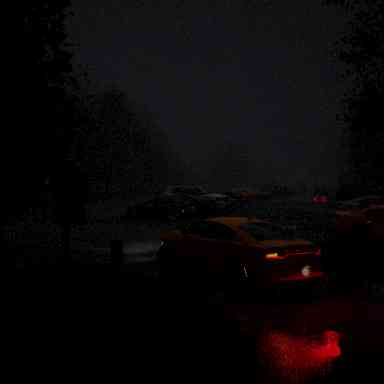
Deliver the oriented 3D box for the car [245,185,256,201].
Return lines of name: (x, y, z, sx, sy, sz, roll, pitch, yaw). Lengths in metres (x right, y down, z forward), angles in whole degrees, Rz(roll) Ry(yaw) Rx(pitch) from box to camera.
car: (3.508, 0.407, 34.837, 5.366, 1.575, 1.946, 1, 3, 24)

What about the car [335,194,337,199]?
car: (11.004, 1.111, 19.282, 4.792, 1.488, 2.163, 1, 3, 24)

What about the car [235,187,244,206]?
car: (1.563, 0.644, 29.629, 5.366, 1.575, 1.946, 1, 3, 24)

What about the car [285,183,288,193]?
car: (12.778, -0.374, 54.993, 4.792, 1.488, 2.163, 1, 2, 24)

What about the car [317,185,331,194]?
car: (22.545, -0.463, 56.775, 1.882, 1.535, 5.008, 1, 2, 24)

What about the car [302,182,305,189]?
car: (23.074, -1.226, 77.743, 5.008, 1.535, 2.097, 1, 2, 24)

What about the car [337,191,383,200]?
car: (9.971, 1.067, 16.841, 4.553, 1.767, 2.185, 1, 3, 24)

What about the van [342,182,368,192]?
van: (31.688, -0.970, 64.733, 4.442, 1.987, 1.878, 1, 2, 24)

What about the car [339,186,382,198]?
car: (22.422, -0.012, 44.485, 5.008, 1.535, 2.097, 1, 2, 24)

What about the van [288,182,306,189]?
van: (28.673, -1.836, 90.413, 4.442, 1.987, 1.878, 1, 1, 24)

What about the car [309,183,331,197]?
car: (18.311, -0.110, 47.396, 2.128, 1.511, 4.902, 1, 2, 24)

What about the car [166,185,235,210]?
car: (0.277, 0.509, 27.154, 5.566, 2.045, 2.435, 1, 3, 24)

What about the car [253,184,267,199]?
car: (5.840, 0.174, 40.003, 5.366, 1.575, 1.946, 1, 3, 24)

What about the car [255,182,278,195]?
car: (9.410, -0.251, 47.378, 4.553, 1.767, 2.185, 1, 2, 24)

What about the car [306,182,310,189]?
car: (26.529, -1.751, 85.307, 5.566, 2.045, 2.435, 1, 2, 24)

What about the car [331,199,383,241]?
car: (8.799, 1.307, 14.338, 5.008, 1.535, 2.097, 1, 3, 24)

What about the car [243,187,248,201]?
car: (2.541, 0.530, 32.231, 4.892, 1.521, 2.231, 1, 3, 24)

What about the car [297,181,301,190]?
car: (19.485, -0.957, 70.230, 5.366, 1.575, 1.946, 1, 2, 24)

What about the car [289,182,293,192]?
car: (15.061, -0.557, 60.051, 4.792, 1.488, 2.163, 1, 2, 24)

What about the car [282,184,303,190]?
car: (24.222, -1.277, 80.270, 4.674, 1.452, 2.002, 1, 2, 24)

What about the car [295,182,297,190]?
car: (17.377, -0.767, 65.093, 4.892, 1.521, 2.231, 1, 2, 24)

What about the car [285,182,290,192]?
car: (13.920, -0.465, 57.522, 4.792, 1.488, 2.163, 1, 2, 24)

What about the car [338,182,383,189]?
car: (15.612, 0.370, 29.335, 5.566, 2.045, 2.435, 1, 3, 24)

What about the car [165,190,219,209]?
car: (-0.884, 0.876, 24.647, 5.008, 1.535, 2.097, 1, 3, 24)

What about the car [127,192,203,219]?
car: (-2.057, 1.020, 22.134, 4.792, 1.488, 2.163, 1, 3, 24)

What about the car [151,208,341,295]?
car: (0.915, 1.374, 8.545, 1.882, 1.535, 5.008, 2, -1, -31)

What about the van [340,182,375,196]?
van: (24.589, -0.422, 49.574, 4.442, 1.987, 1.878, 1, 2, 24)

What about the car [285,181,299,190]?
car: (18.507, -0.859, 67.627, 4.892, 1.521, 2.231, 1, 2, 24)

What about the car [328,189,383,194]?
car: (13.140, 0.845, 24.390, 5.366, 1.575, 1.946, 1, 3, 24)

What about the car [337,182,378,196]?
car: (25.809, -0.537, 52.059, 5.566, 2.045, 2.435, 1, 2, 24)

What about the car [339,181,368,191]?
car: (34.973, -1.271, 72.362, 5.566, 2.045, 2.435, 1, 2, 24)

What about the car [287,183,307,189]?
car: (27.660, -1.531, 87.823, 4.792, 1.488, 2.163, 1, 2, 24)

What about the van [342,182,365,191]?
van: (36.244, -1.335, 74.827, 4.442, 1.987, 1.878, 1, 2, 24)

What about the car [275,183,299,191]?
car: (20.767, -1.169, 72.691, 4.553, 1.767, 2.185, 1, 2, 24)

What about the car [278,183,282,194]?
car: (10.548, -0.190, 49.910, 4.792, 1.488, 2.163, 1, 2, 24)

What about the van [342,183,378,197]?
van: (23.662, -0.327, 46.954, 4.442, 1.987, 1.878, 1, 2, 24)

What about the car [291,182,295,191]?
car: (16.060, -0.683, 62.643, 5.366, 1.575, 1.946, 1, 2, 24)

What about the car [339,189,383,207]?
car: (16.700, 0.535, 31.893, 4.792, 1.488, 2.163, 1, 3, 24)

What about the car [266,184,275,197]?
car: (7.269, 0.075, 42.267, 5.366, 1.575, 1.946, 1, 3, 24)

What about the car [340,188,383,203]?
car: (19.081, 0.308, 37.028, 4.792, 1.488, 2.163, 1, 3, 24)

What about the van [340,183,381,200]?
van: (21.173, -0.145, 41.985, 4.442, 1.987, 1.878, 1, 2, 24)

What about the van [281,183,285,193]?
van: (11.770, -0.535, 52.395, 4.442, 1.987, 1.878, 1, 2, 24)

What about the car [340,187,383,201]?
car: (20.167, 0.209, 39.432, 4.792, 1.488, 2.163, 1, 2, 24)
